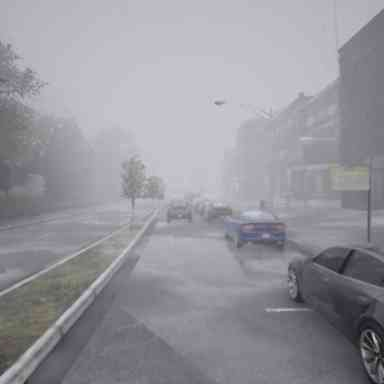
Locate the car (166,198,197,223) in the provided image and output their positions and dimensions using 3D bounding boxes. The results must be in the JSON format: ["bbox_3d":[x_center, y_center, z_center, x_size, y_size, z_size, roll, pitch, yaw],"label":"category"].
[{"bbox_3d":[-0.999,1.473,25.654,2.128,1.511,4.902,0,0,-3],"label":"car"}]

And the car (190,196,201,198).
[{"bbox_3d":[1.280,1.470,36.898,2.163,1.488,4.792,0,0,-4],"label":"car"}]

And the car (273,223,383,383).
[{"bbox_3d":[3.019,1.510,5.228,2.163,1.488,4.792,0,0,0],"label":"car"}]

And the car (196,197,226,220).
[{"bbox_3d":[1.620,1.494,31.331,2.002,1.452,4.674,0,0,-3],"label":"car"}]

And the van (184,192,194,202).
[{"bbox_3d":[-0.748,1.075,70.203,1.878,1.987,4.442,0,0,-3],"label":"van"}]

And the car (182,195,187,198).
[{"bbox_3d":[-2.042,1.504,42.923,1.994,1.385,4.181,0,0,-3],"label":"car"}]

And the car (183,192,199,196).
[{"bbox_3d":[0.270,1.132,53.506,2.435,2.045,5.566,0,0,-3],"label":"car"}]

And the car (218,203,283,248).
[{"bbox_3d":[2.625,1.478,14.818,2.097,1.535,5.008,0,0,-3],"label":"car"}]

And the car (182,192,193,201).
[{"bbox_3d":[-1.081,1.016,75.650,2.435,2.045,5.566,0,0,-4],"label":"car"}]

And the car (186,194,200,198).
[{"bbox_3d":[0.606,1.436,47.972,2.163,1.488,4.792,0,0,-3],"label":"car"}]

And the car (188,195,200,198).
[{"bbox_3d":[0.946,1.464,42.404,2.002,1.452,4.674,0,0,-3],"label":"car"}]
